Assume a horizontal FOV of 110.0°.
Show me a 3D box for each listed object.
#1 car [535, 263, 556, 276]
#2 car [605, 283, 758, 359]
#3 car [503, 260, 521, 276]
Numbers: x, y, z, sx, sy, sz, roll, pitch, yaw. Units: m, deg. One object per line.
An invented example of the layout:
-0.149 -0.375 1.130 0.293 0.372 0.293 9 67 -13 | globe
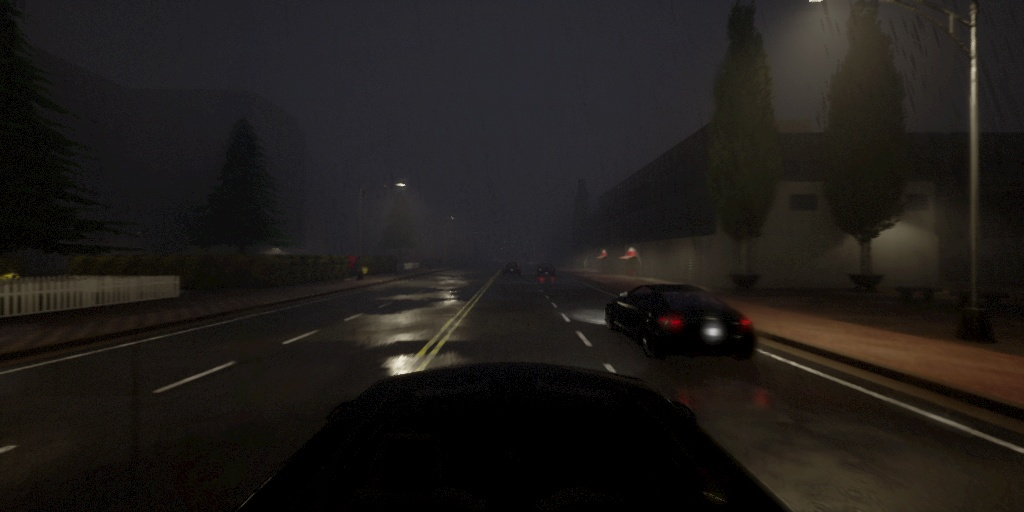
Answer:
3.497 1.438 38.522 1.895 1.301 4.718 0 0 0 | car
3.600 1.330 8.414 1.994 1.385 4.181 0 0 0 | car
-0.004 1.402 38.820 1.994 1.385 4.181 0 0 0 | car
